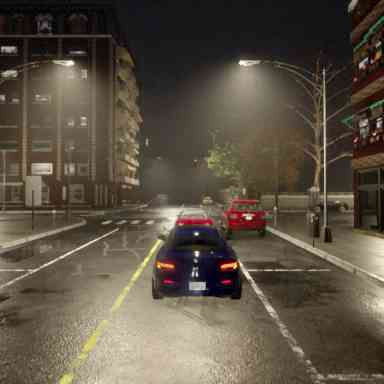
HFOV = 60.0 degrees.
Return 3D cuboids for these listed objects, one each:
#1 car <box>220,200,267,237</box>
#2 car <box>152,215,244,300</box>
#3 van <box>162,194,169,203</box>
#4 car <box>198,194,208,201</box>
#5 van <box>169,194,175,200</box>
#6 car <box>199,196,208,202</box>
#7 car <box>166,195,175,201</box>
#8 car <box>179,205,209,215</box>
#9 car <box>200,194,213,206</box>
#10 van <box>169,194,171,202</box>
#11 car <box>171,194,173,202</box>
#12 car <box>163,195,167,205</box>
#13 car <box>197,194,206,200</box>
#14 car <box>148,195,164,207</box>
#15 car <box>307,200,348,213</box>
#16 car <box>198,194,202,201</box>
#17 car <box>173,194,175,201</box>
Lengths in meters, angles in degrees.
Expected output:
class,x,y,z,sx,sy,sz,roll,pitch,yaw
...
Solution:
class,x,y,z,sx,sy,sz,roll,pitch,yaw
car,2.705,1.323,18.212,2.192,1.841,5.009,1,0,0
car,0.100,1.529,8.281,1.812,1.442,4.674,0,0,0
van,-5.684,1.383,61.786,1.690,1.788,3.998,1,0,0
car,2.692,1.382,83.933,2.192,1.841,5.009,1,0,0
van,-5.691,1.422,95.017,1.690,1.788,3.998,1,0,0
car,2.688,1.626,78.395,1.947,1.339,4.313,1,0,0
car,-5.694,1.624,89.479,2.008,1.369,4.403,1,0,0
car,0.097,1.609,18.025,1.895,1.301,4.718,0,0,0
car,2.693,1.563,56.413,1.752,1.417,4.829,1,0,0
van,-5.685,1.389,67.324,1.690,1.788,3.998,1,0,0
car,-5.690,1.635,72.863,1.802,1.307,4.206,1,0,0
car,-5.688,1.619,56.246,1.802,1.307,4.206,1,0,0
car,2.690,1.396,95.009,2.192,1.841,5.009,1,0,0
car,-5.686,1.614,50.709,1.802,1.307,4.206,1,0,0
car,15.206,1.609,37.247,4.313,1.339,1.947,0,-1,1
car,2.690,1.604,72.856,2.008,1.369,4.403,1,0,0
car,-5.691,1.611,78.402,2.008,1.369,4.403,1,0,0
